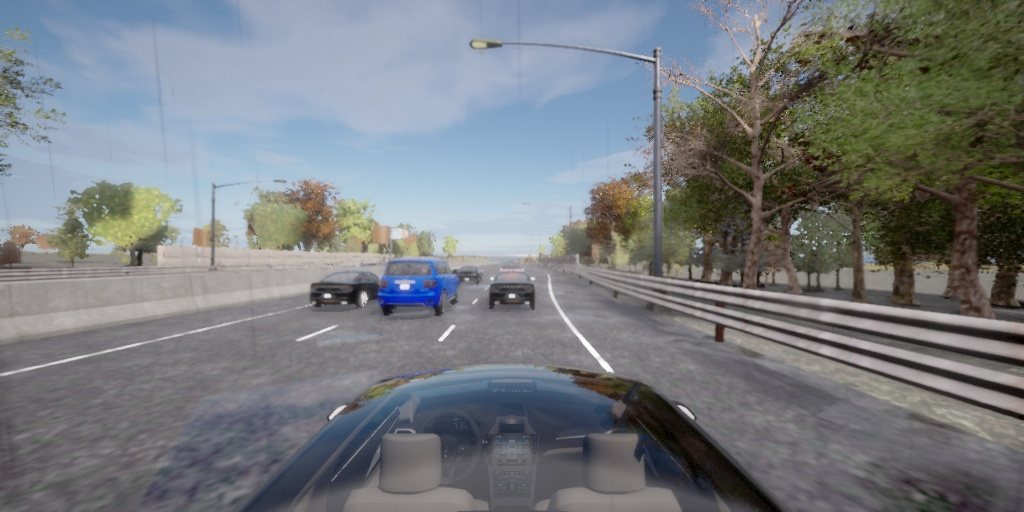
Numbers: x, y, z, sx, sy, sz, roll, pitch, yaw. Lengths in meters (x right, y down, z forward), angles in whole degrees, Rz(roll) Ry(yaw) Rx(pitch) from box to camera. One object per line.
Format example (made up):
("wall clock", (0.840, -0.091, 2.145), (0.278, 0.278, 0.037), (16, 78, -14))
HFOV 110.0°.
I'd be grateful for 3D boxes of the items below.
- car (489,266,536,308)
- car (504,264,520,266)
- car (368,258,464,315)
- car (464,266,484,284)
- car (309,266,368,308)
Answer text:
("car", (0.023, 1.382, 16.083), (1.882, 1.535, 5.008), (0, 0, 1))
("car", (0.009, 1.414, 30.268), (2.097, 1.767, 4.553), (0, -1, 0))
("car", (-3.497, 1.111, 14.416), (2.150, 2.045, 5.566), (0, 0, 0))
("car", (-3.492, 1.571, 30.352), (1.837, 1.490, 4.892), (0, 0, 1))
("car", (-6.978, 1.381, 16.085), (1.882, 1.535, 5.008), (0, 0, 1))
